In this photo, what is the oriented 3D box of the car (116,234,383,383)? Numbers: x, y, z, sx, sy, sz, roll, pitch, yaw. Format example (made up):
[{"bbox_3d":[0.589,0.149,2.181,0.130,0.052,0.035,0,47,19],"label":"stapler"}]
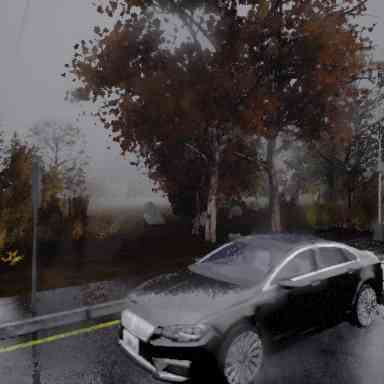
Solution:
[{"bbox_3d":[1.246,1.492,5.379,4.902,1.511,2.128,0,0,-37],"label":"car"}]
